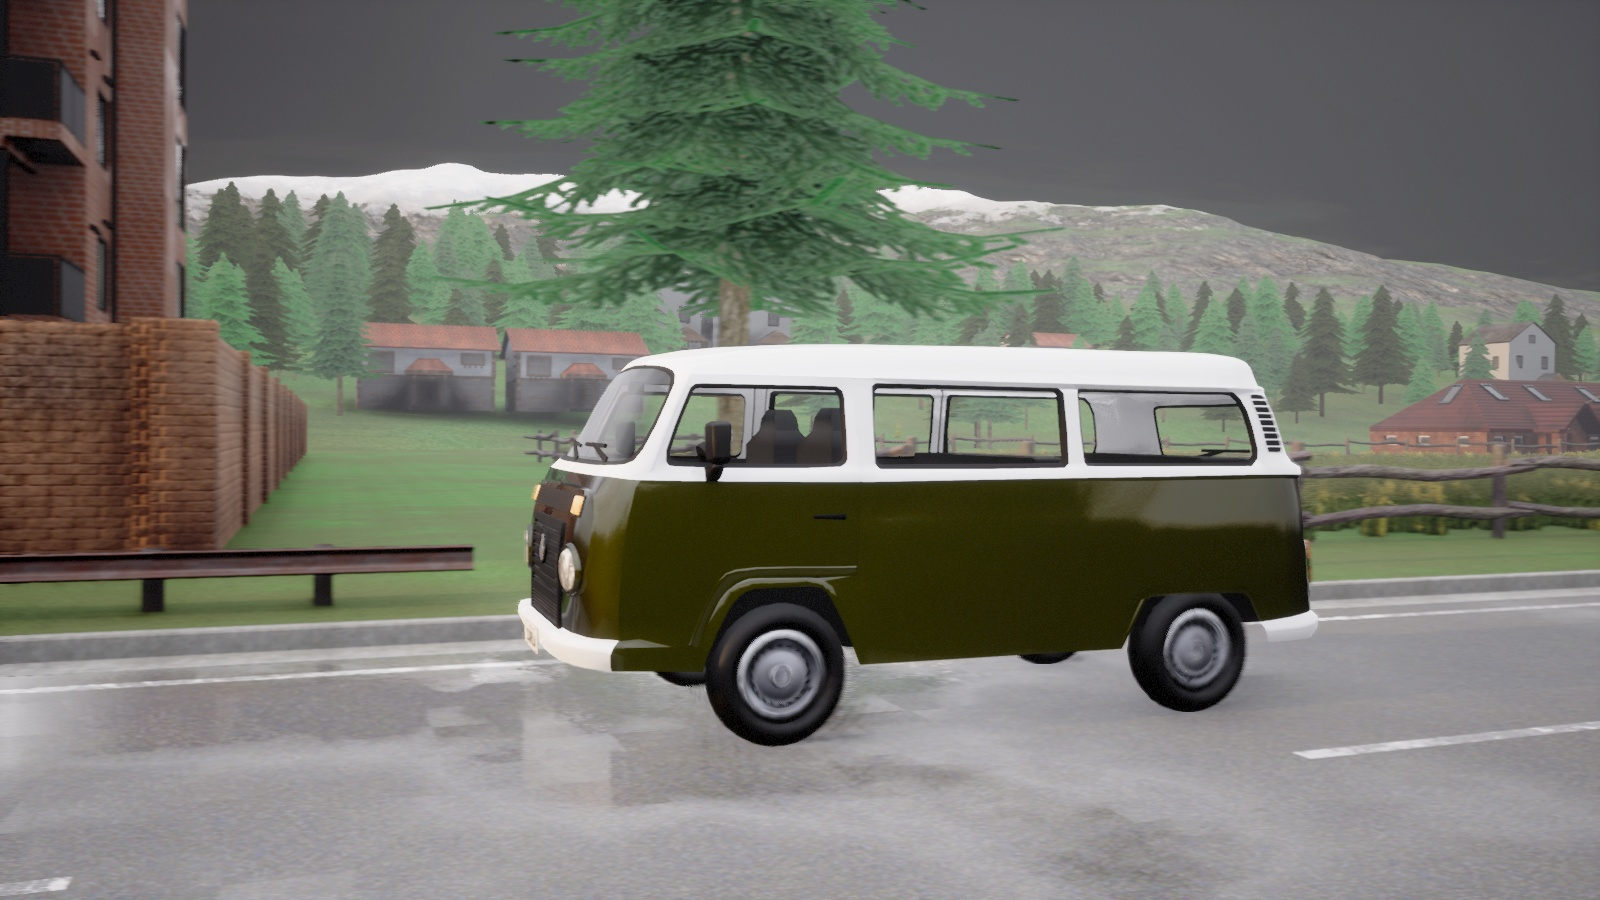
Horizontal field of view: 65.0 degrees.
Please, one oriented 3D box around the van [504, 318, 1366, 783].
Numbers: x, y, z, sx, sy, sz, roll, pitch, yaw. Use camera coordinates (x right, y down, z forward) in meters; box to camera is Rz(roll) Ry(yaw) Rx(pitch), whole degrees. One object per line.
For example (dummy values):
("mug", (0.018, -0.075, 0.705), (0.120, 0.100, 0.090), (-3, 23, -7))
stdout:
("van", (0.726, 0.395, 7.255), (4.480, 2.038, 2.069), (-1, 1, -21))
